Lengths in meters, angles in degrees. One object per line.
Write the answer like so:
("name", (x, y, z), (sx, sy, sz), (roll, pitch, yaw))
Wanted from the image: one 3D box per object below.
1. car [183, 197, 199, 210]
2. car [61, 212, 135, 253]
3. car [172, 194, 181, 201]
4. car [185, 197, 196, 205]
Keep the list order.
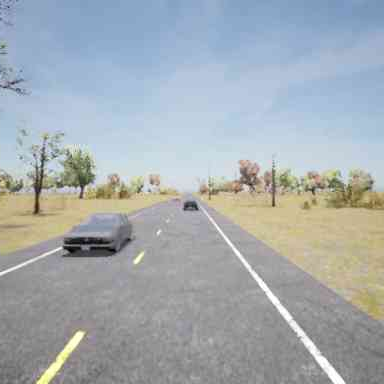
("car", (-0.171, 1.548, 44.189), (1.837, 1.490, 4.892), (0, 0, 0))
("car", (-3.681, 1.574, 14.134), (2.033, 1.411, 5.357), (0, 0, 0))
("car", (-4.046, 1.438, 88.137), (2.097, 1.767, 4.553), (0, 0, 0))
("car", (-0.294, 1.603, 63.281), (2.033, 1.411, 5.357), (0, 0, 0))
